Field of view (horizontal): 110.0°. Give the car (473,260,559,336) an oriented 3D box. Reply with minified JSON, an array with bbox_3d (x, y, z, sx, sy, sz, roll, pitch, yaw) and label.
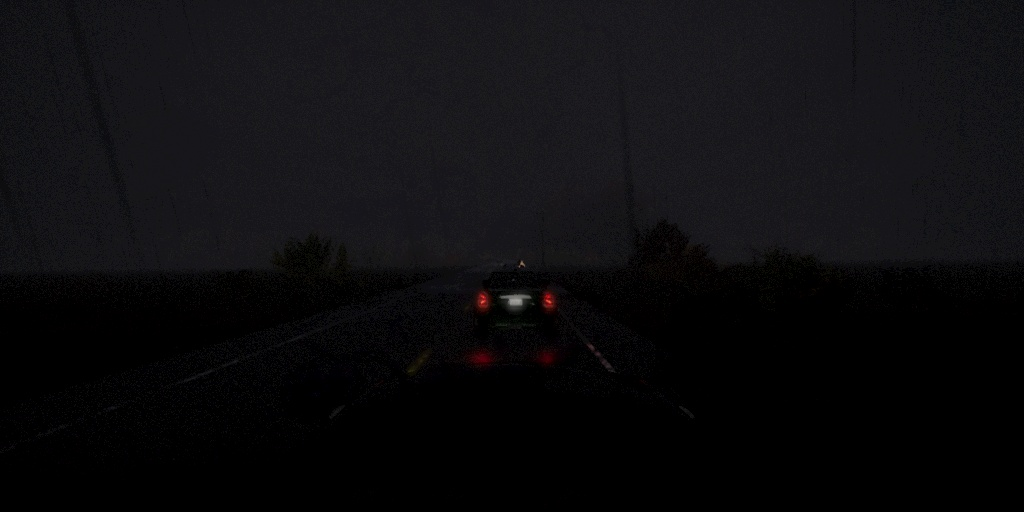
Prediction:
[{"bbox_3d":[0.096,1.117,10.607,2.097,1.767,4.553,0,0,0],"label":"car"}]

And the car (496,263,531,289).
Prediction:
[{"bbox_3d":[0.086,1.281,24.655,2.128,1.511,4.902,0,0,0],"label":"car"}]

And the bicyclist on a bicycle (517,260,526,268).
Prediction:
[{"bbox_3d":[0.961,1.247,35.377,0.866,1.612,1.509,0,0,0],"label":"bicyclist on a bicycle"}]
